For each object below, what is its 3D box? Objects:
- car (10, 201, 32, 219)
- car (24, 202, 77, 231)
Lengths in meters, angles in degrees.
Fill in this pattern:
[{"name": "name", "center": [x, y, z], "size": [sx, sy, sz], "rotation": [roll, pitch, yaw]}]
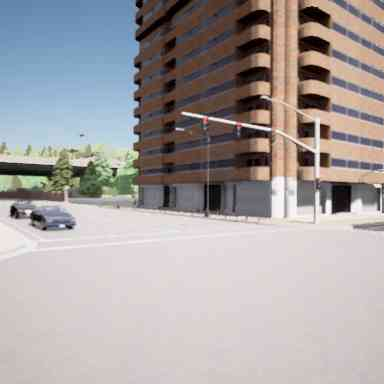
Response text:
[{"name": "car", "center": [-15.008, 1.545, 29.793], "size": [2.128, 1.511, 4.902], "rotation": [1, 0, -36]}, {"name": "car", "center": [-9.139, 1.601, 21.637], "size": [2.033, 1.411, 5.357], "rotation": [1, 0, -36]}]
